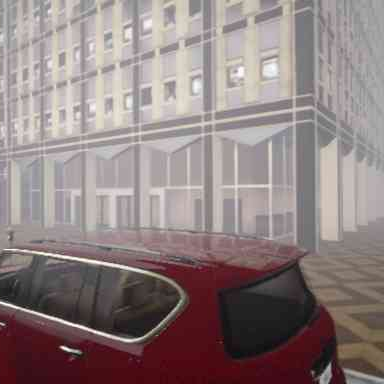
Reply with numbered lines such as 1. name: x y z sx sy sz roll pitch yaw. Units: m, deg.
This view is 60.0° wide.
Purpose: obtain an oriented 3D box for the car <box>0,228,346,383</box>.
1. car: -1.049 1.338 3.622 5.009 1.841 2.192 -1 0 35
